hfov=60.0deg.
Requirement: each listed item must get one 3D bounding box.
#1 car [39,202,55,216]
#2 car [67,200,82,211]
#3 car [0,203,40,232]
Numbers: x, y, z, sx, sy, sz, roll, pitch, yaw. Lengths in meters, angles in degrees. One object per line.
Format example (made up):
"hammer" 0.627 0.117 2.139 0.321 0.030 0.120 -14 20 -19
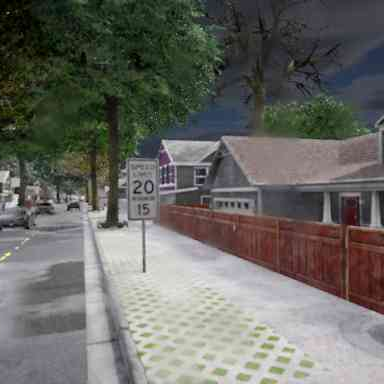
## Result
"car" -16.860 1.935 38.164 1.837 1.490 4.892 -1 -1 -18
"car" -17.739 2.045 50.014 1.837 1.490 4.892 -1 -1 -18
"car" -11.852 1.765 22.692 1.837 1.490 4.892 -1 0 -18
